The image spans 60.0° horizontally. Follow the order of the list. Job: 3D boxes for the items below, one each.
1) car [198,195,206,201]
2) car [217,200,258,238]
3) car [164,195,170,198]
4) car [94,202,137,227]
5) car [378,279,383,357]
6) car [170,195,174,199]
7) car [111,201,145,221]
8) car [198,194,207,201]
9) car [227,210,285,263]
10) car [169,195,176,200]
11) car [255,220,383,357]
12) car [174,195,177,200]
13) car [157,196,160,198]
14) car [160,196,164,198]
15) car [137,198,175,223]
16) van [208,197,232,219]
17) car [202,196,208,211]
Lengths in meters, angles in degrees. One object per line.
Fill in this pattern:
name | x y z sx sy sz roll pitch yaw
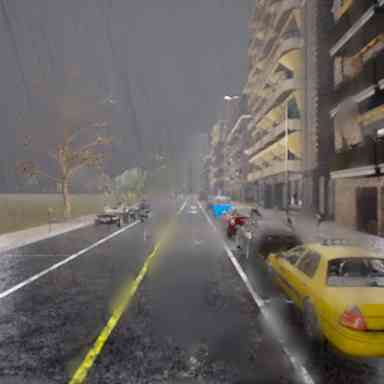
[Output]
car | 2.611 1.527 85.319 1.887 1.381 4.507 1 0 0
car | 2.583 1.433 17.387 1.967 1.590 4.097 1 0 0
car | -5.281 1.423 56.380 1.967 1.590 4.097 1 0 0
car | -5.296 1.542 22.456 2.008 1.369 4.403 1 0 0
car | 2.575 1.525 0.574 1.752 1.417 4.829 1 0 0
car | -5.277 1.527 67.688 1.887 1.381 4.507 1 0 0
car | -5.294 1.540 28.110 2.008 1.369 4.403 1 0 0
car | 2.611 1.297 79.658 2.192 1.841 5.009 1 0 0
car | 2.579 1.546 11.726 2.008 1.369 4.403 1 0 0
car | -5.268 1.564 90.304 1.802 1.307 4.206 1 0 0
car | 2.577 1.523 6.235 1.752 1.417 4.829 1 0 0
car | -5.270 1.533 84.650 2.008 1.369 4.403 1 0 0
car | -5.288 1.426 39.418 1.967 1.590 4.097 1 0 0
car | -5.287 1.551 45.072 1.947 1.339 4.313 1 0 0
car | -2.739 1.482 25.468 2.128 1.511 4.902 0 0 0
van | 2.589 1.330 28.709 1.690 1.788 3.998 1 0 0
car | 2.591 1.552 40.031 1.947 1.339 4.313 1 0 0
